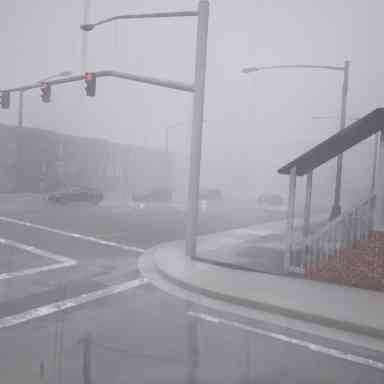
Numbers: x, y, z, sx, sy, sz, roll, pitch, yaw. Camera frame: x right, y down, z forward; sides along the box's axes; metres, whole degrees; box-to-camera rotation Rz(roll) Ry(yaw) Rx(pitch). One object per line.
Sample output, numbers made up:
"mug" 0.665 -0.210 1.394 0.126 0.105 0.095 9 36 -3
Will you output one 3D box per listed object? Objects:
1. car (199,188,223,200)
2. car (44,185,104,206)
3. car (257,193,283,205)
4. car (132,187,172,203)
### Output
"car" 2.167 0.239 42.658 1.837 1.490 4.892 5 3 36
"car" -9.342 0.219 26.680 2.128 1.511 4.902 5 3 36
"car" 9.620 0.781 40.767 1.994 1.385 4.181 5 3 36
"car" -4.007 0.235 34.100 1.837 1.490 4.892 5 3 36
